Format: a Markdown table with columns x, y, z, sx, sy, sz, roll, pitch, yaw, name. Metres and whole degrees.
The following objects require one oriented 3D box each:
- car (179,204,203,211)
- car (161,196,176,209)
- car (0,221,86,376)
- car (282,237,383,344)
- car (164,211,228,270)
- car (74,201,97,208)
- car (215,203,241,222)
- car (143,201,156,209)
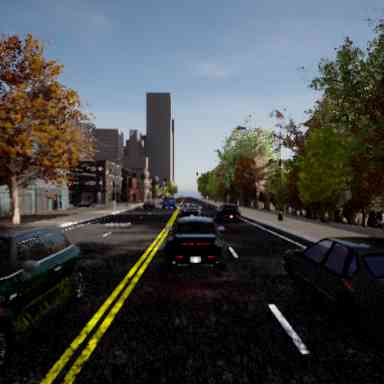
| x | y | z | sx | sy | sz | roll | pitch | yaw | name |
| --- | --- | --- | --- | --- | --- | --- | --- | --- | --- |
| -0.072 | 1.775 | 29.507 | 2.128 | 1.511 | 4.902 | 0 | -1 | -1 | car |
| -3.860 | 1.762 | 55.890 | 2.150 | 2.045 | 5.566 | 0 | -1 | -1 | car |
| -3.354 | 1.404 | 5.327 | 2.097 | 1.767 | 4.553 | 0 | -1 | 0 | car |
| 3.347 | 1.611 | 6.612 | 2.033 | 1.411 | 5.357 | 0 | -1 | 0 | car |
| 0.097 | 1.616 | 11.489 | 1.837 | 1.490 | 4.892 | 0 | -1 | 0 | car |
| -20.703 | 2.439 | 64.413 | 4.313 | 1.339 | 1.947 | -1 | 1 | -1 | car |
| 3.177 | 1.789 | 29.625 | 1.837 | 1.490 | 4.892 | 0 | -1 | -1 | car |
| -7.108 | 2.137 | 55.710 | 1.895 | 1.301 | 4.718 | 0 | -1 | -1 | car |
